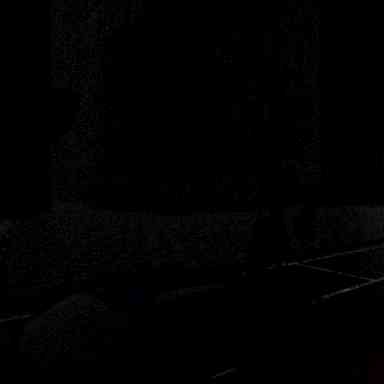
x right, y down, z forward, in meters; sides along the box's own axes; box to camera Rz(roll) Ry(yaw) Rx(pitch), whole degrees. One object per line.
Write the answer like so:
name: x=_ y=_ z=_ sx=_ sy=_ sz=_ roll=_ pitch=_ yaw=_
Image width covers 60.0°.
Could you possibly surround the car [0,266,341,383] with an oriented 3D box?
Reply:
car: x=-0.483 y=1.526 z=3.033 sx=4.674 sy=1.442 sz=1.812 roll=0 pitch=0 yaw=-35
